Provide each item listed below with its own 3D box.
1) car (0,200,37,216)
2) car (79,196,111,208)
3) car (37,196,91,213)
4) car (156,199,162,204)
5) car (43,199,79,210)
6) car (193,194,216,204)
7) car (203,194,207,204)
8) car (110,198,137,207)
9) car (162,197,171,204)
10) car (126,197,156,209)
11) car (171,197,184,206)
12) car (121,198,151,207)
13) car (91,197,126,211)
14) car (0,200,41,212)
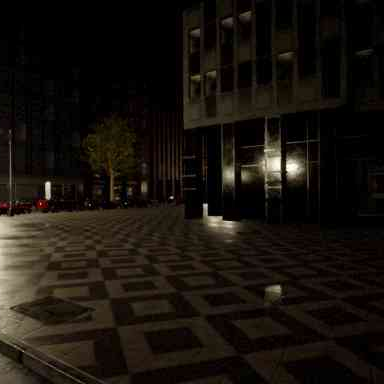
[{"bbox_3d":[-16.970,1.576,30.562,1.802,1.307,4.206,-1,0,35],"label":"car"},{"bbox_3d":[-14.341,1.484,49.325,1.967,1.590,4.097,-1,0,35],"label":"car"},{"bbox_3d":[-13.761,1.290,35.198,2.192,1.841,5.009,-1,0,35],"label":"car"},{"bbox_3d":[-8.012,1.544,58.455,1.752,1.417,4.829,-1,0,35],"label":"car"},{"bbox_3d":[-17.551,1.641,44.690,1.802,1.307,4.206,-1,0,35],"label":"car"},{"bbox_3d":[2.381,1.283,63.018,2.097,1.767,4.553,-1,0,35],"label":"car"},{"bbox_3d":[2.298,1.222,58.371,2.192,1.841,5.009,-1,0,35],"label":"car"},{"bbox_3d":[-11.127,1.612,53.960,1.802,1.307,4.206,-1,0,35],"label":"car"},{"bbox_3d":[-4.703,1.574,63.231,1.947,1.339,4.313,-1,0,35],"label":"car"},{"bbox_3d":[-7.336,1.509,44.465,1.947,1.339,4.313,-1,0,35],"label":"car"},{"bbox_3d":[-0.913,1.462,53.735,1.887,1.381,4.507,-1,0,35],"label":"car"},{"bbox_3d":[-8.741,1.598,52.523,1.895,1.301,4.718,-1,0,35],"label":"car"},{"bbox_3d":[-10.547,1.524,39.831,1.947,1.339,4.313,-1,0,35],"label":"car"},{"bbox_3d":[-20.763,1.642,40.055,1.947,1.339,4.313,-1,0,35],"label":"car"}]
